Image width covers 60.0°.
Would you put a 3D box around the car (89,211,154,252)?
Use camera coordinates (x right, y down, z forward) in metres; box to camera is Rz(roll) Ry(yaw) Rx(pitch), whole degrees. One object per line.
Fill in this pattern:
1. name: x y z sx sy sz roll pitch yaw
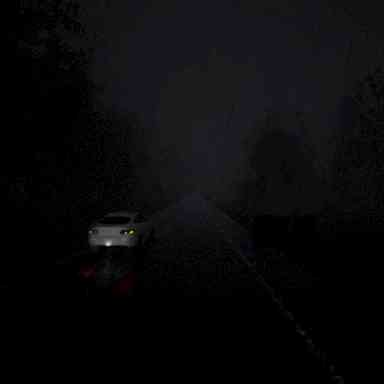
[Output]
1. car: -2.713 1.480 13.470 1.812 1.442 4.674 0 0 2
